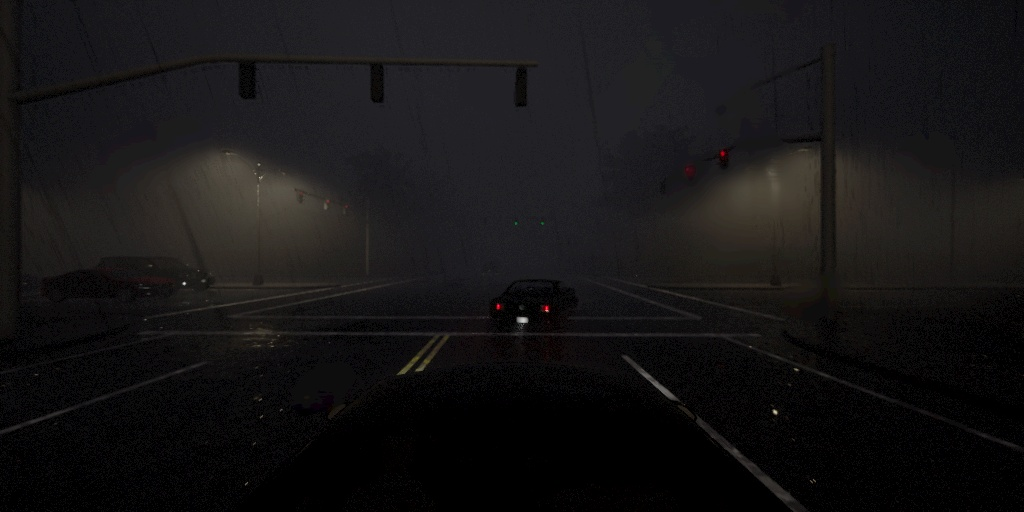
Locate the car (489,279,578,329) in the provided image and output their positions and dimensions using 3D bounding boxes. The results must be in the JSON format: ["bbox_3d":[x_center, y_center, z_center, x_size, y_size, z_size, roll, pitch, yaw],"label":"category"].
[{"bbox_3d":[0.920,1.386,11.483,1.895,1.301,4.718,0,0,17],"label":"car"}]

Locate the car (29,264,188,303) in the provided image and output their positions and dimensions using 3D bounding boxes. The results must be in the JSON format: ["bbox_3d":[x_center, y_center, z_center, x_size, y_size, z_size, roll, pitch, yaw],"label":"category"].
[{"bbox_3d":[-18.356,1.280,16.468,5.008,1.535,1.882,0,0,1],"label":"car"}]

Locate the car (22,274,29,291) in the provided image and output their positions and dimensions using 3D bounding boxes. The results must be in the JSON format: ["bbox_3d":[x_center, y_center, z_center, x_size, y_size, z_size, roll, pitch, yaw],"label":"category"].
[{"bbox_3d":[-29.339,1.380,20.152,4.181,1.385,1.994,0,0,0],"label":"car"}]

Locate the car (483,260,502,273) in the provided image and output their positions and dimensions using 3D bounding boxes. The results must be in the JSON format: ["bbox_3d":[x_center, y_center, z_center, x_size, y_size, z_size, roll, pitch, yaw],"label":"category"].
[{"bbox_3d":[-2.789,1.461,47.436,2.033,1.411,5.357,0,0,1],"label":"car"}]

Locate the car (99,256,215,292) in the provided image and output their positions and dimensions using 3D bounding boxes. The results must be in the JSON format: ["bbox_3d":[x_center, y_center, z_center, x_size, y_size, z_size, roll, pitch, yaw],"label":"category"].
[{"bbox_3d":[-19.921,1.037,20.015,5.566,2.045,2.150,0,0,1],"label":"car"}]

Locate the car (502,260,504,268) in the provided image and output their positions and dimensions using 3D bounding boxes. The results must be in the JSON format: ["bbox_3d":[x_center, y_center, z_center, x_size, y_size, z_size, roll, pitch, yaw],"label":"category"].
[{"bbox_3d":[-2.677,1.426,57.250,1.882,1.535,5.008,0,0,1],"label":"car"}]
